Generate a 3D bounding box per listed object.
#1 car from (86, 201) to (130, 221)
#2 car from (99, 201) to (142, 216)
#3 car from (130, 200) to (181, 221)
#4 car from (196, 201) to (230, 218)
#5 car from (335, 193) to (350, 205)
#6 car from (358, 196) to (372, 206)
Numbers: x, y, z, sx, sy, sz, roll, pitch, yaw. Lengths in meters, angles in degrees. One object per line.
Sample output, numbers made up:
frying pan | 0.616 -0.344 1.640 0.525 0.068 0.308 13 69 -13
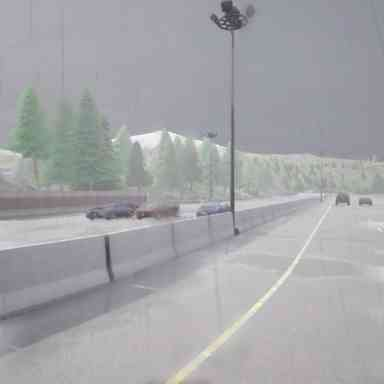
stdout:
car | -6.646 1.565 27.228 1.994 1.385 4.181 0 0 24
car | -7.289 1.608 34.293 1.895 1.301 4.718 0 0 24
car | -2.684 1.477 27.501 1.882 1.535 5.008 0 0 24
car | 1.947 1.526 29.234 1.812 1.442 4.674 0 0 24
car | 25.960 1.221 57.348 2.150 2.045 5.566 0 0 24
car | 29.446 1.492 56.579 2.128 1.511 4.902 0 0 24
